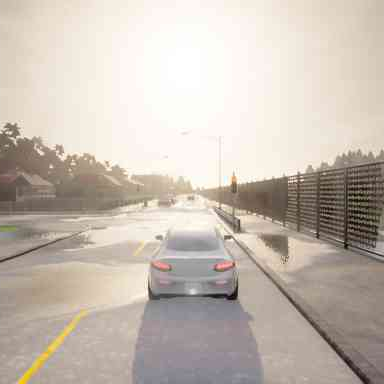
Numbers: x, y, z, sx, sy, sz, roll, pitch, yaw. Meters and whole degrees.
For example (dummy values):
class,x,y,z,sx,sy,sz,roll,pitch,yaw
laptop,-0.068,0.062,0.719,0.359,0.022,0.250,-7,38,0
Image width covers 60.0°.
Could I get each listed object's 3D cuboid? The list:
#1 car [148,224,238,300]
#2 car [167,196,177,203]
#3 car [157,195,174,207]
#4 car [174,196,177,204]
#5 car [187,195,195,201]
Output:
class,x,y,z,sx,sy,sz,roll,pitch,yaw
car,0.029,1.526,8.243,1.812,1.442,4.674,0,0,0
car,-4.225,1.524,71.625,1.812,1.442,4.674,0,0,0
car,-4.256,1.478,51.782,1.882,1.535,5.008,0,0,0
car,-4.257,1.352,61.712,2.097,1.767,4.553,0,0,0
car,-0.275,1.478,86.366,1.882,1.535,5.008,0,0,0
